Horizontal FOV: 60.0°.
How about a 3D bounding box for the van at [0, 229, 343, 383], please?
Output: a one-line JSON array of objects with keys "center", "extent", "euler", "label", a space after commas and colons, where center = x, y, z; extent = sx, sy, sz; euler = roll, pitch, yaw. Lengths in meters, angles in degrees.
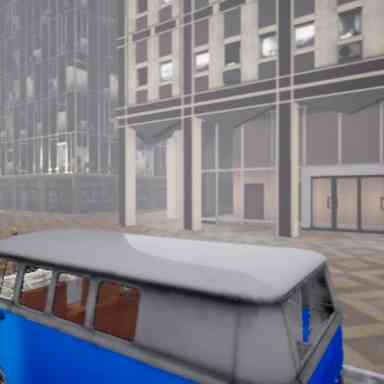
[{"center": [-0.632, 1.338, 3.294], "extent": [3.998, 1.788, 1.690], "euler": [-1, 1, 34], "label": "van"}]
